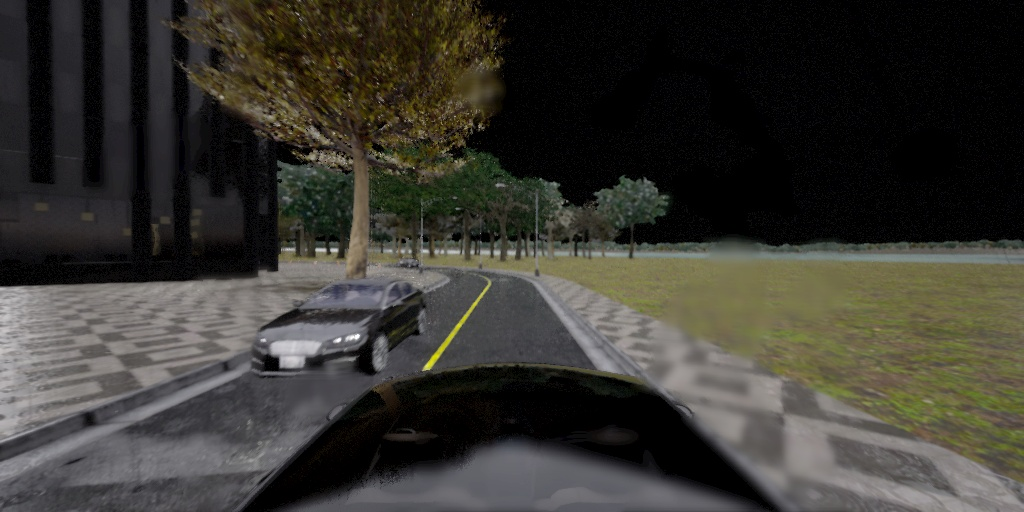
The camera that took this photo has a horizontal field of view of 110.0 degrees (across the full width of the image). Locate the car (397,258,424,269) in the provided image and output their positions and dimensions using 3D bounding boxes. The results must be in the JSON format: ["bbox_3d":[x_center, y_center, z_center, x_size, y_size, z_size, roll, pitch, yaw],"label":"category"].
[{"bbox_3d":[-14.176,1.044,49.809,1.837,1.490,4.892,0,0,-45],"label":"car"}]

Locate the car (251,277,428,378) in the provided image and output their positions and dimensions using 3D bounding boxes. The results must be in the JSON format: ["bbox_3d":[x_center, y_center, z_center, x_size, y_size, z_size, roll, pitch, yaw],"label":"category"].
[{"bbox_3d":[-3.112,1.230,7.521,2.128,1.511,4.902,0,0,0],"label":"car"}]
